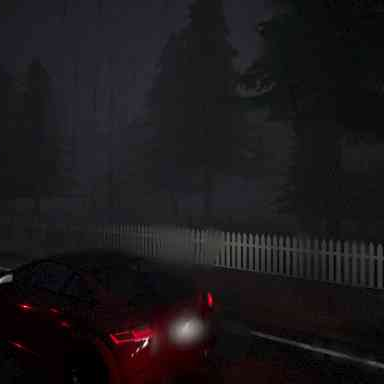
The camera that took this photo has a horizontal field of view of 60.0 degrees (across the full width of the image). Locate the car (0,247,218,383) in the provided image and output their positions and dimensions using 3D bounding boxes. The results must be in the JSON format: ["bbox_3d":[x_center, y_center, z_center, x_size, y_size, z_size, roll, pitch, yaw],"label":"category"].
[{"bbox_3d":[-1.709,1.564,4.996,4.181,1.385,1.994,0,0,35],"label":"car"}]
